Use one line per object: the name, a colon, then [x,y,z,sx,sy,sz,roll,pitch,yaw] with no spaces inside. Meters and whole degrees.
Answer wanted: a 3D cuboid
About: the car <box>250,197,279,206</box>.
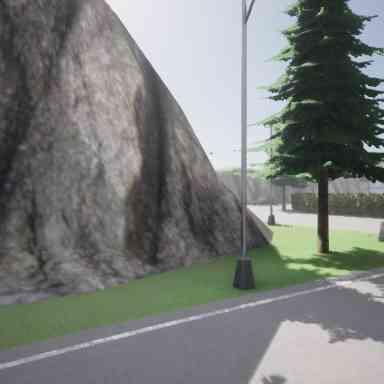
car: [12.098,1.611,54.969,5.357,1.411,2.033,0,0,-35]
